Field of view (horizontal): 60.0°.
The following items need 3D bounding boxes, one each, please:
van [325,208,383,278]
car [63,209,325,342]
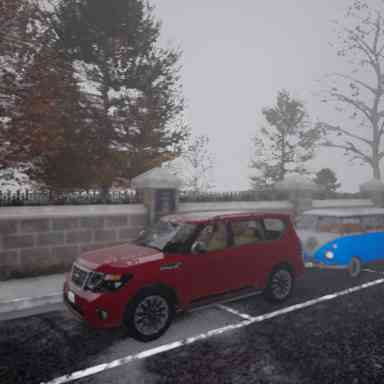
[{"bbox_3d":[4.755,1.377,9.936,3.998,1.788,1.690,0,0,-35],"label":"van"},{"bbox_3d":[0.167,1.330,6.672,5.009,1.841,2.192,0,0,-35],"label":"car"}]
